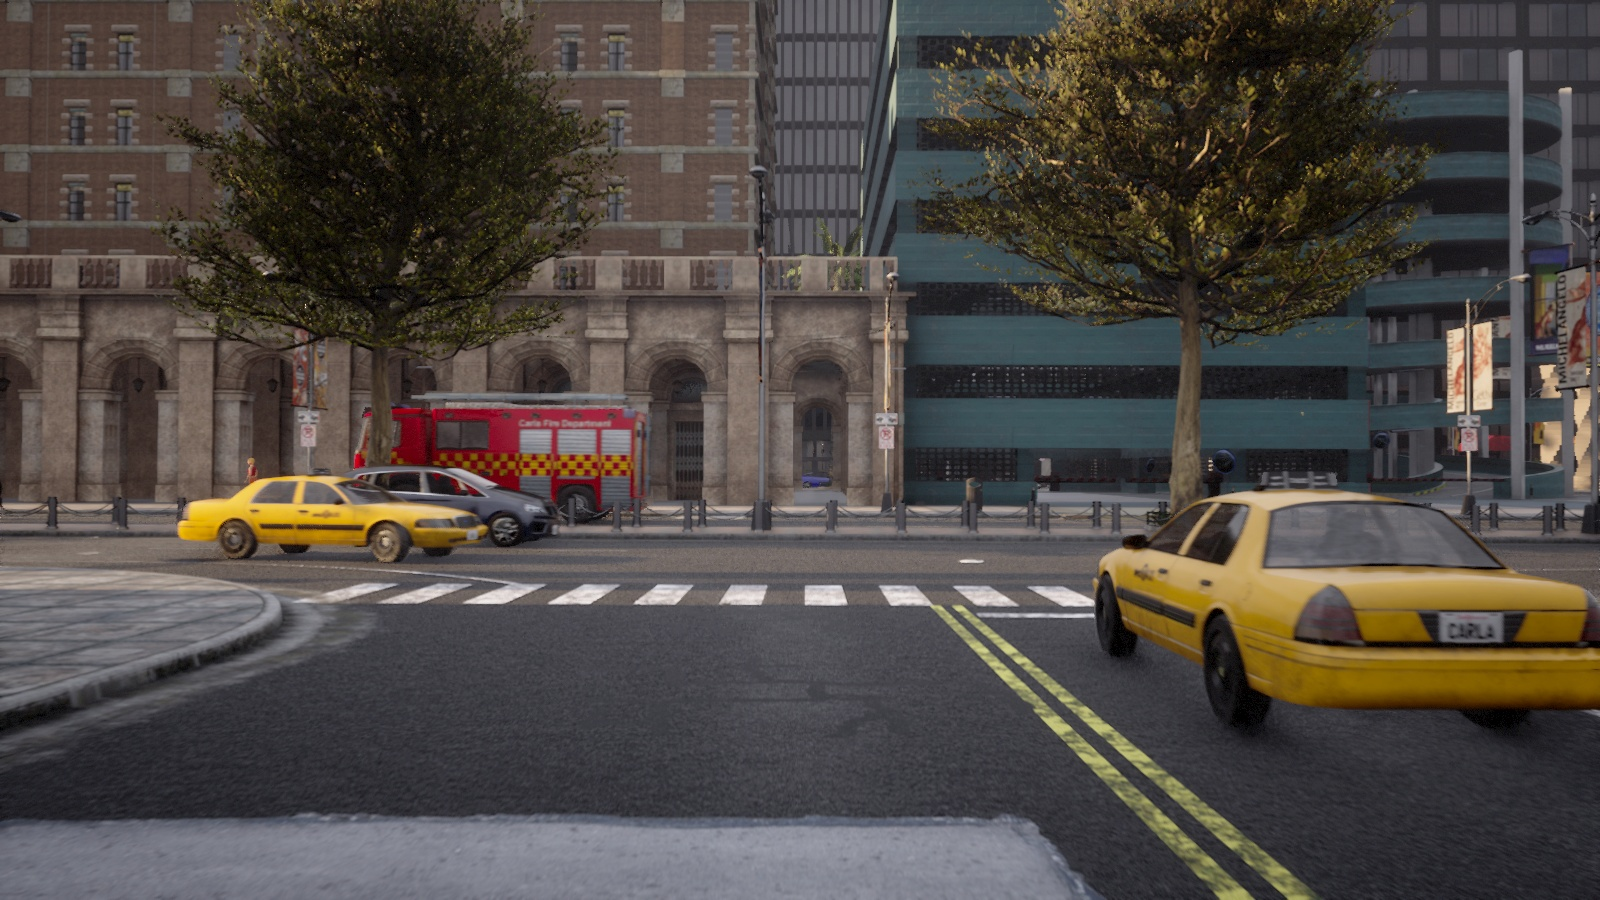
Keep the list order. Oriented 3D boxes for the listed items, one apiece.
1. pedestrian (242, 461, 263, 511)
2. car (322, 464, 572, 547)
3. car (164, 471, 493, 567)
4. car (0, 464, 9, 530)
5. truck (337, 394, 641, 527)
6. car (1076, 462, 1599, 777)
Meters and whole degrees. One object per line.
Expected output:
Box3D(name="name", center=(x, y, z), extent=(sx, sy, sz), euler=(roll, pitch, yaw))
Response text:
Box3D(name="pedestrian", center=(-20.214, 1.340, 46.363), extent=(0.594, 1.836, 0.345), euler=(0, -1, 3))
Box3D(name="car", center=(-7.315, 1.137, 26.402), extent=(4.611, 1.667, 2.242), euler=(0, -1, 1))
Box3D(name="car", center=(-8.296, 1.164, 22.193), extent=(5.366, 1.575, 1.801), euler=(0, -1, 14))
Box3D(name="car", center=(-24.736, 1.319, 34.636), extent=(4.605, 1.855, 1.932), euler=(0, -1, 1))
Box3D(name="truck", center=(-9.229, 0.332, 37.946), extent=(8.468, 3.827, 2.891), euler=(0, -1, 1))
Box3D(name="car", center=(3.478, 0.893, 8.996), extent=(1.801, 1.575, 5.366), euler=(0, -1, 0))
